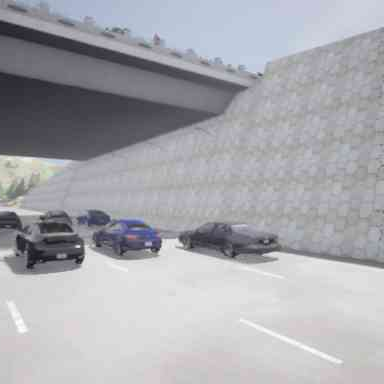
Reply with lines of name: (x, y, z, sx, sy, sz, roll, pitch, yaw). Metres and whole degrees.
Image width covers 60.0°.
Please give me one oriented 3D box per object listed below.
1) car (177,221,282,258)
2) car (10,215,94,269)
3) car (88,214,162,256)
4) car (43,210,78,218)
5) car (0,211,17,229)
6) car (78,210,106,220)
car: (1.438, 2.002, 14.889, 2.033, 1.411, 5.357, 1, -2, -34)
car: (-5.552, 1.860, 12.730, 1.837, 1.490, 4.892, 1, -2, -34)
car: (-3.035, 1.967, 15.254, 1.812, 1.442, 4.674, 1, -2, -34)
car: (-11.204, 2.237, 27.033, 2.128, 1.511, 4.902, 1, -2, -34)
car: (-14.091, 2.178, 25.056, 1.837, 1.490, 4.892, 1, -2, -34)
car: (-8.999, 2.322, 30.014, 1.882, 1.535, 5.008, 1, -2, -34)
